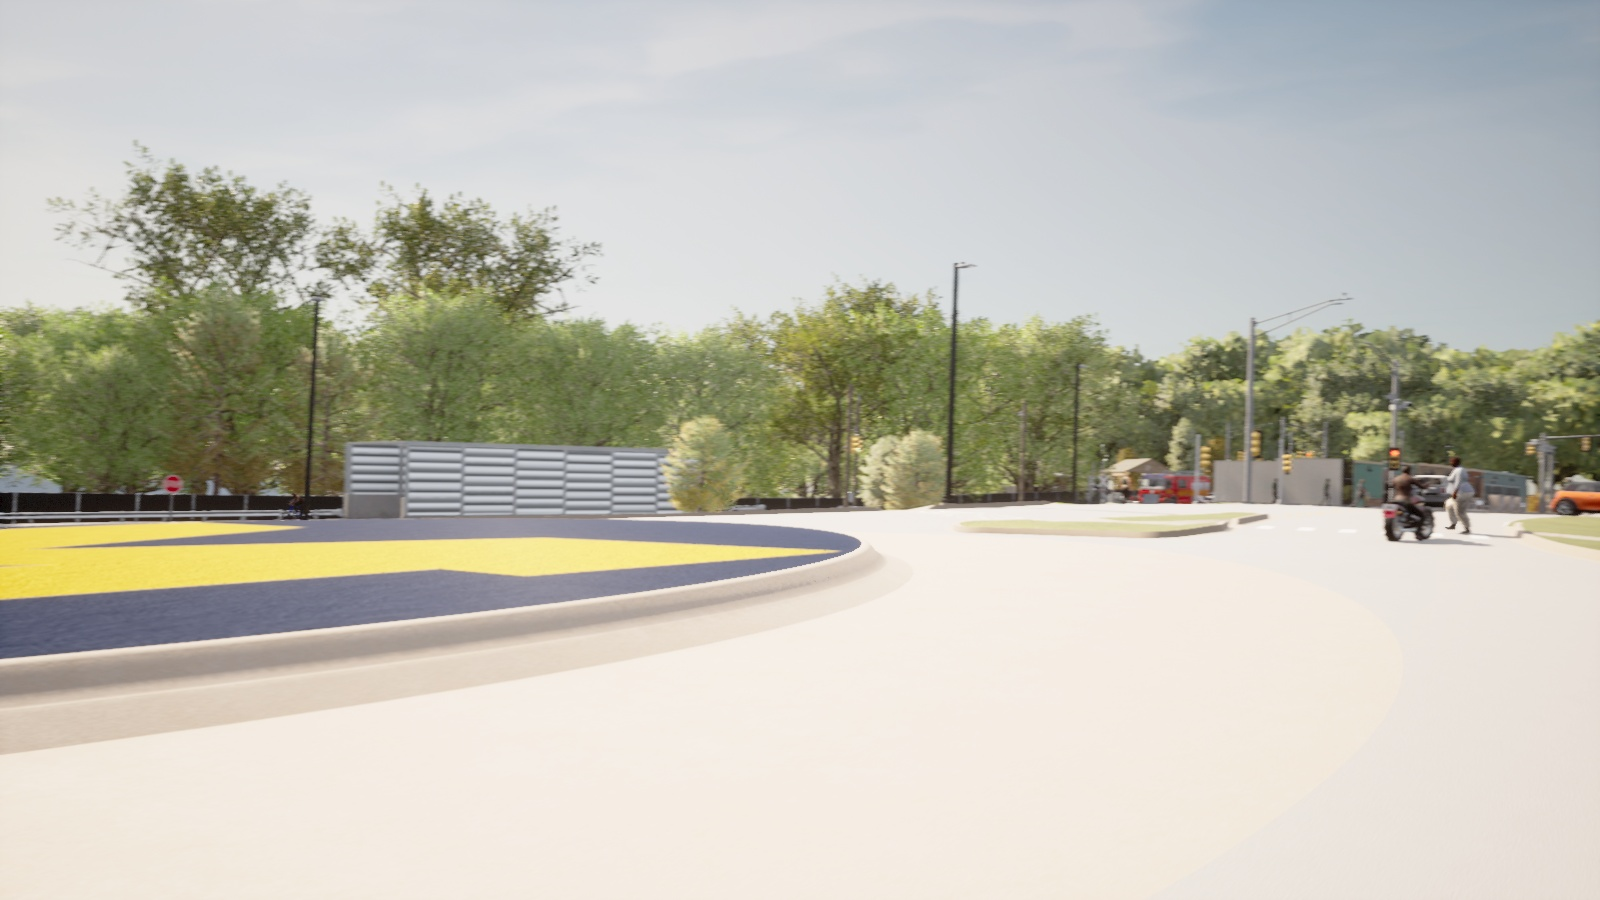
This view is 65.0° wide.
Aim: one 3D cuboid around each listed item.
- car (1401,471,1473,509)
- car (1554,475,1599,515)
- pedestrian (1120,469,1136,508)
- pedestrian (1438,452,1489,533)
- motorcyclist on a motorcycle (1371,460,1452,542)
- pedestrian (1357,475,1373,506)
[{"bbox_3d":[26.143,1.649,51.473,1.970,1.475,3.806,0,-2,37],"label":"car"},{"bbox_3d":[37.799,2.127,58.131,4.553,1.767,2.097,0,-3,45],"label":"car"},{"bbox_3d":[15.684,1.833,60.054,0.594,1.836,0.345,3,-2,-33],"label":"pedestrian"},{"bbox_3d":[15.635,0.995,29.594,0.900,1.855,0.874,0,-2,38],"label":"pedestrian"},{"bbox_3d":[12.894,1.063,26.441,2.350,1.649,0.766,2,-1,-44],"label":"motorcyclist on a motorcycle"},{"bbox_3d":[33.717,2.413,74.935,0.694,1.848,0.540,0,-3,42],"label":"pedestrian"}]
